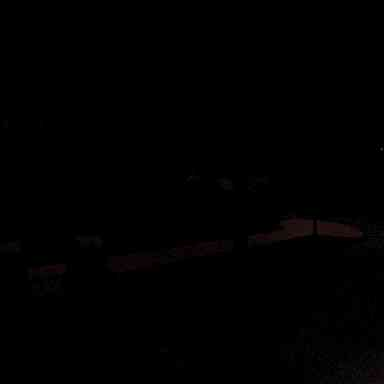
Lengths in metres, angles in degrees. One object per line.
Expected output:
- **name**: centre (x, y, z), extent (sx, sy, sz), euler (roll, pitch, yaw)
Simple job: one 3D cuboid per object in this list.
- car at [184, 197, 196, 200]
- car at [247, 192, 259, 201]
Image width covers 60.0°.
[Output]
- **car**: centre (-0.038, 1.345, 34.044), extent (4.892, 1.490, 1.837), euler (0, 0, 42)
- **car**: centre (4.560, 1.062, 34.928), extent (5.566, 2.045, 2.150), euler (0, 0, 42)
